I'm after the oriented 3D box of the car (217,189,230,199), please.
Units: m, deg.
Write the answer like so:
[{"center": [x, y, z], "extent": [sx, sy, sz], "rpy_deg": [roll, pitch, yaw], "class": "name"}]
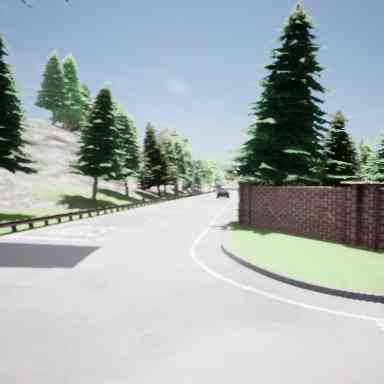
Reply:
[{"center": [5.442, 0.196, 57.446], "extent": [2.097, 1.767, 4.553], "rpy_deg": [1, 1, 9], "class": "car"}]
